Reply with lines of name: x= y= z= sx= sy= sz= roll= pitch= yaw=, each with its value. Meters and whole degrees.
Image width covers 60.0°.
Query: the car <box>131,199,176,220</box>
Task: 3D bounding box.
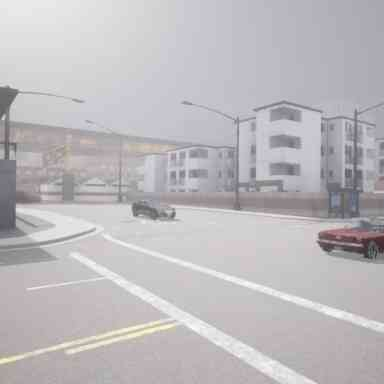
car: x=-3.126 y=1.338 z=26.647 sx=2.128 sy=1.511 sz=4.902 roll=1 pitch=1 yaw=-37

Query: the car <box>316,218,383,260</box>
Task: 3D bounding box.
car: x=7.030 y=1.726 z=13.170 sx=4.718 sy=1.301 sz=1.895 roll=1 pitch=0 yaw=-35

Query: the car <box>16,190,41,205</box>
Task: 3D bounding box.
car: x=-20.854 y=0.594 z=41.023 sx=4.553 sy=1.767 sz=2.097 roll=1 pitch=0 yaw=22
